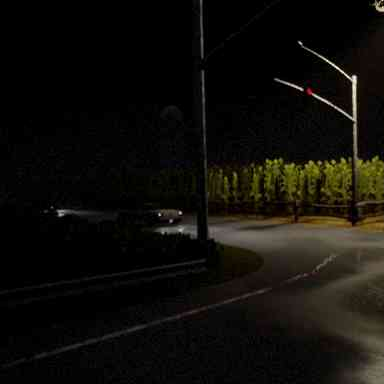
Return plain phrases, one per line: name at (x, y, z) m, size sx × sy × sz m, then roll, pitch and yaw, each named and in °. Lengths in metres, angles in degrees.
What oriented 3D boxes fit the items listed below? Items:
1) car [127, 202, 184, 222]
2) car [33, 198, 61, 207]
car at (-2.583, 1.314, 20.364) m, size 1.895 × 1.301 × 4.718 m, roll -3°, pitch 2°, yaw -40°
car at (-16.210, 1.347, 36.909) m, size 1.895 × 1.301 × 4.718 m, roll -3°, pitch 1°, yaw -39°
